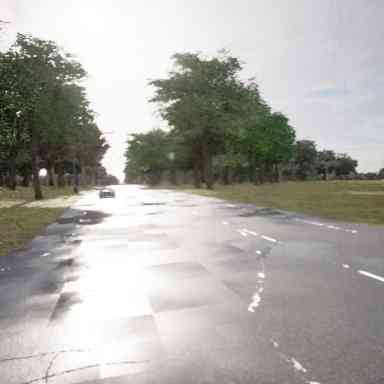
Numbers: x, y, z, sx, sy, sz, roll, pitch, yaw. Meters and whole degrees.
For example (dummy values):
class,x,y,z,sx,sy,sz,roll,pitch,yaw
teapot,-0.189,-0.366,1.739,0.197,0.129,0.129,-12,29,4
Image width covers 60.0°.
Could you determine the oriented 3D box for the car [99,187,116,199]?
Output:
class,x,y,z,sx,sy,sz,roll,pitch,yaw
car,-10.725,0.063,41.964,1.994,1.385,4.181,-3,3,-15
